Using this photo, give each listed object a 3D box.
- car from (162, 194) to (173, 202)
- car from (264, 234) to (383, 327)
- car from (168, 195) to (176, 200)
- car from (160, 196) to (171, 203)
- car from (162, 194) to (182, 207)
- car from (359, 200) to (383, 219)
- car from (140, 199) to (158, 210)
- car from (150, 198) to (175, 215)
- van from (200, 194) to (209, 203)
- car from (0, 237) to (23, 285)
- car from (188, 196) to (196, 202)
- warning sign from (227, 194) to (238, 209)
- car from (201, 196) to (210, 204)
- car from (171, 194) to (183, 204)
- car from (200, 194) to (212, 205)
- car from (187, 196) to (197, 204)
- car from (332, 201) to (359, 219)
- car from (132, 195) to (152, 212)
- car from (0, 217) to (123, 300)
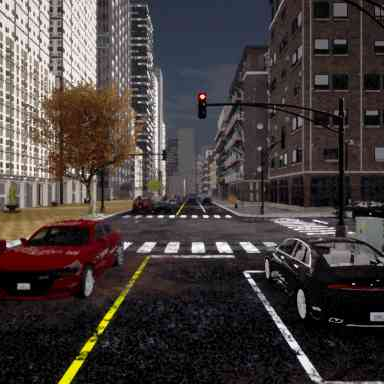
[{"bbox_3d":[-5.724,1.386,77.990,2.192,1.841,5.009,0,0,0],"label":"car"},{"bbox_3d":[2.685,1.551,6.945,2.008,1.369,4.403,0,0,0],"label":"car"},{"bbox_3d":[-5.730,1.654,94.558,2.008,1.369,4.403,0,0,0],"label":"car"},{"bbox_3d":[-5.722,1.627,72.467,1.947,1.339,4.313,0,0,0],"label":"car"},{"bbox_3d":[-3.117,1.526,51.517,2.128,1.511,4.902,0,0,0],"label":"car"},{"bbox_3d":[14.727,1.345,23.789,4.181,1.385,1.994,-1,0,-1],"label":"car"},{"bbox_3d":[-5.710,1.592,44.853,1.947,1.339,4.313,0,0,0],"label":"car"},{"bbox_3d":[-2.967,1.617,34.454,1.895,1.301,4.718,0,0,-3],"label":"car"},{"bbox_3d":[2.659,1.402,72.471,1.690,1.788,3.998,0,0,0],"label":"van"},{"bbox_3d":[-5.695,1.545,6.942,1.887,1.381,4.507,0,0,0],"label":"car"},{"bbox_3d":[-0.032,1.625,78.883,1.994,1.385,4.181,0,0,0],"label":"car"},{"bbox_3d":[5.052,1.139,41.459,1.300,1.860,1.060,0,0,0],"label":"warning sign"},{"bbox_3d":[2.662,1.578,67.117,1.752,1.417,4.829,0,0,0],"label":"car"},{"bbox_3d":[-3.048,1.404,67.659,2.097,1.767,4.553,0,0,0],"label":"car"},{"bbox_3d":[2.664,1.611,61.424,1.947,1.339,4.313,0,0,0],"label":"car"},{"bbox_3d":[0.076,1.614,65.997,1.994,1.385,4.181,0,0,0],"label":"car"},{"bbox_3d":[13.414,1.350,26.355,4.403,1.369,2.008,-1,1,-1],"label":"car"},{"bbox_3d":[-5.709,1.336,39.330,2.192,1.841,5.009,0,0,0],"label":"car"},{"bbox_3d":[-3.104,1.479,8.631,1.882,1.535,5.008,0,0,0],"label":"car"}]
